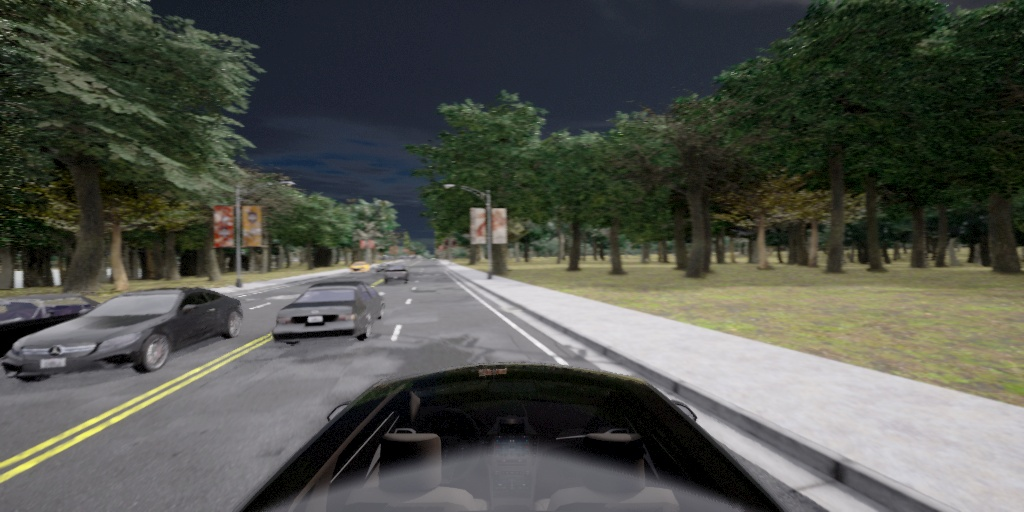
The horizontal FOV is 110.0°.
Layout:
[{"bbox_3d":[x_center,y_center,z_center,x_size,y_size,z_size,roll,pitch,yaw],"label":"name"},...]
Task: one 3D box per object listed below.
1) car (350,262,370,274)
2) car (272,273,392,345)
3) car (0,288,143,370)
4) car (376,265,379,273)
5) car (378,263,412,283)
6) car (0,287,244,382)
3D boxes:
[{"bbox_3d":[-20.777,1.548,49.055,1.882,1.535,5.008,-1,0,-13],"label":"car"},{"bbox_3d":[-4.787,1.412,10.097,2.033,1.411,5.357,-1,0,-14],"label":"car"},{"bbox_3d":[-11.165,1.590,7.974,1.895,1.301,4.718,-1,0,-14],"label":"car"},{"bbox_3d":[-17.607,1.691,49.790,1.994,1.385,4.181,-1,0,-13],"label":"car"},{"bbox_3d":[-9.525,1.474,29.970,2.128,1.511,4.902,-1,0,-13],"label":"car"},{"bbox_3d":[-7.801,1.447,7.922,1.812,1.442,4.674,-1,0,-14],"label":"car"}]
